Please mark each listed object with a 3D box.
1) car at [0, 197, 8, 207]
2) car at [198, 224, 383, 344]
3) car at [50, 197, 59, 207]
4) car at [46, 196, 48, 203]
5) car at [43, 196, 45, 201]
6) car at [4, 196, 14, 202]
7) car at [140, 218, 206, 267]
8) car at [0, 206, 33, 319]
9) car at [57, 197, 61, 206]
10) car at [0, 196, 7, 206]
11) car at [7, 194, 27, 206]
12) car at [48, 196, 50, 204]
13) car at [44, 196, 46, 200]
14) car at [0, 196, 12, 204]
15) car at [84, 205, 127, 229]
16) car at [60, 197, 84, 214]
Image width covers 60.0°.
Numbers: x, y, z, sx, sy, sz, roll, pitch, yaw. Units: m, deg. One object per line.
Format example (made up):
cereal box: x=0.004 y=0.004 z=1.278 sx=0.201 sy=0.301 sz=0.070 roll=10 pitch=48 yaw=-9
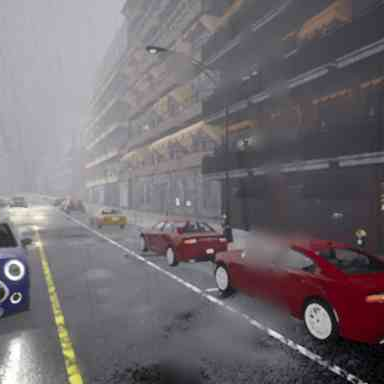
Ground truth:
car: x=-30.673 y=1.604 z=53.424 sx=1.752 sy=1.417 sz=4.829 roll=1 pitch=-1 yaw=-26
car: x=2.054 y=1.560 z=6.487 sx=1.887 sy=1.381 sz=4.507 roll=1 pitch=-1 yaw=-26
car: x=-20.690 y=1.525 z=52.176 sx=1.967 sy=1.590 sz=4.097 roll=1 pitch=-1 yaw=-26
car: x=-25.746 y=1.646 z=62.328 sx=2.008 sy=1.369 sz=4.403 roll=1 pitch=-1 yaw=-26
car: x=-30.800 y=1.649 z=72.481 sx=1.887 sy=1.381 sz=4.507 roll=1 pitch=-1 yaw=-26
car: x=-43.386 y=1.651 z=78.959 sx=2.008 sy=1.369 sz=4.403 roll=1 pitch=-1 yaw=-26
car: x=-0.473 y=1.570 z=11.564 sx=1.887 sy=1.381 sz=4.507 roll=1 pitch=-1 yaw=-26
car: x=-4.641 y=1.366 z=7.143 sx=2.097 sy=1.767 sz=4.553 roll=0 pitch=0 yaw=-27
car: x=-15.637 y=1.655 z=42.025 sx=1.802 sy=1.307 sz=4.206 roll=1 pitch=-1 yaw=-26
car: x=-28.223 y=1.640 z=48.499 sx=1.947 sy=1.339 sz=4.313 roll=1 pitch=-1 yaw=-26
car: x=-24.212 y=1.425 z=46.454 sx=2.097 sy=1.767 sz=4.553 roll=0 pitch=0 yaw=-26
car: x=-23.219 y=1.635 z=57.252 sx=1.887 sy=1.381 sz=4.507 roll=1 pitch=-1 yaw=-26
car: x=-28.273 y=1.651 z=67.405 sx=2.008 sy=1.369 sz=4.403 roll=1 pitch=-1 yaw=-26
car: x=-35.803 y=1.529 z=63.730 sx=1.967 sy=1.590 sz=4.097 roll=1 pitch=-1 yaw=-26
car: x=-5.603 y=1.569 z=21.869 sx=1.752 sy=1.417 sz=4.829 roll=1 pitch=-1 yaw=-26
car: x=-13.108 y=1.507 z=36.947 sx=1.967 sy=1.590 sz=4.097 roll=1 pitch=-1 yaw=-26
